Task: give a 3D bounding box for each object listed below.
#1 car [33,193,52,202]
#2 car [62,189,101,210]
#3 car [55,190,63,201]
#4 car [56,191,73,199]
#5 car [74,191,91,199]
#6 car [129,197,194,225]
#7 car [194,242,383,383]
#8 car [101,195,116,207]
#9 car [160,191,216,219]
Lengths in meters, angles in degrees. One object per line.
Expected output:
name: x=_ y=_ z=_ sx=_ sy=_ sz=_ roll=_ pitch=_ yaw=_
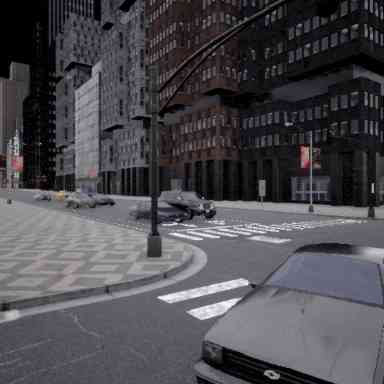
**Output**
car: x=-22.991 y=0.805 z=51.021 sx=1.994 sy=1.385 sz=4.181 roll=0 pitch=1 yaw=-36
car: x=-11.821 y=0.874 z=35.396 sx=2.097 sy=1.767 sz=4.553 roll=0 pitch=1 yaw=-36
car: x=-20.443 y=0.513 z=53.046 sx=1.882 sy=1.535 sz=5.008 roll=0 pitch=1 yaw=-36
car: x=-24.997 y=0.532 z=65.071 sx=1.837 sy=1.490 sz=4.892 roll=0 pitch=1 yaw=-36
car: x=-21.928 y=0.564 z=66.374 sx=1.812 sy=1.442 sz=4.674 roll=0 pitch=1 yaw=-36
car: x=-2.412 y=1.298 z=22.365 sx=2.033 sy=1.411 sz=5.357 roll=0 pitch=1 yaw=-36
car: x=2.268 y=1.545 z=5.039 sx=2.033 sy=1.411 sz=5.357 roll=0 pitch=0 yaw=37
car: x=-10.873 y=1.023 z=39.632 sx=2.033 sy=1.411 sz=5.357 roll=0 pitch=1 yaw=-36
car: x=-0.525 y=0.951 z=25.290 sx=2.150 sy=2.045 sz=5.566 roll=0 pitch=1 yaw=-36
